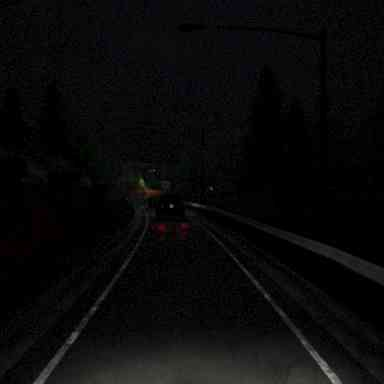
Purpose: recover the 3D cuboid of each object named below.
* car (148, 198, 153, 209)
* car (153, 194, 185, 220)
[{"bbox_3d":[-4.734,1.432,44.269,1.994,1.385,4.181,0,0,-11],"label":"car"},{"bbox_3d":[-1.882,1.140,27.701,2.150,2.045,5.566,0,1,-8],"label":"car"}]
